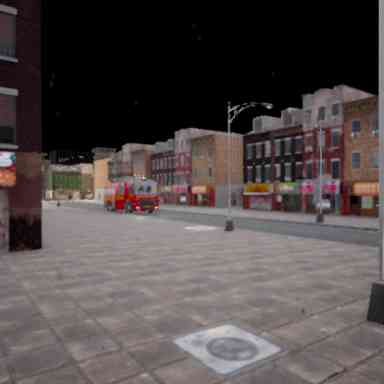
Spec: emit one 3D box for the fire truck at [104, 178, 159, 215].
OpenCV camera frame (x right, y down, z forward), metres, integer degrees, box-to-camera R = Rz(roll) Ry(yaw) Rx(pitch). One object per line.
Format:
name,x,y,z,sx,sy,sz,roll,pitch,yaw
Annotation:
fire truck,-6.899,0.423,36.824,2.891,3.827,8.468,0,0,-35
